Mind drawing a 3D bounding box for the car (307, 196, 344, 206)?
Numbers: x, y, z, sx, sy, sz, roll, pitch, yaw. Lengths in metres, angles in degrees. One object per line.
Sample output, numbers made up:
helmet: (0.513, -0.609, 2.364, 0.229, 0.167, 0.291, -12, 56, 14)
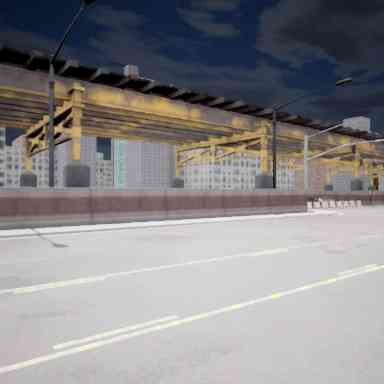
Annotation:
car: (20.985, 1.450, 52.290, 4.974, 1.542, 2.038, 0, 0, -7)

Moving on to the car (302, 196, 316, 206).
car: (17.090, 1.292, 48.580, 1.853, 1.218, 4.536, 0, 0, 18)

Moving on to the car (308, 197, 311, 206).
car: (13.329, 1.450, 45.846, 4.974, 1.542, 2.038, 0, 0, 8)

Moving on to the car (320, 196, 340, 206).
car: (20.933, 1.292, 52.283, 4.536, 1.218, 1.853, 0, 0, -7)

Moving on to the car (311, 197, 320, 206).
car: (17.074, 1.450, 48.531, 2.038, 1.542, 4.974, 0, 0, 18)
